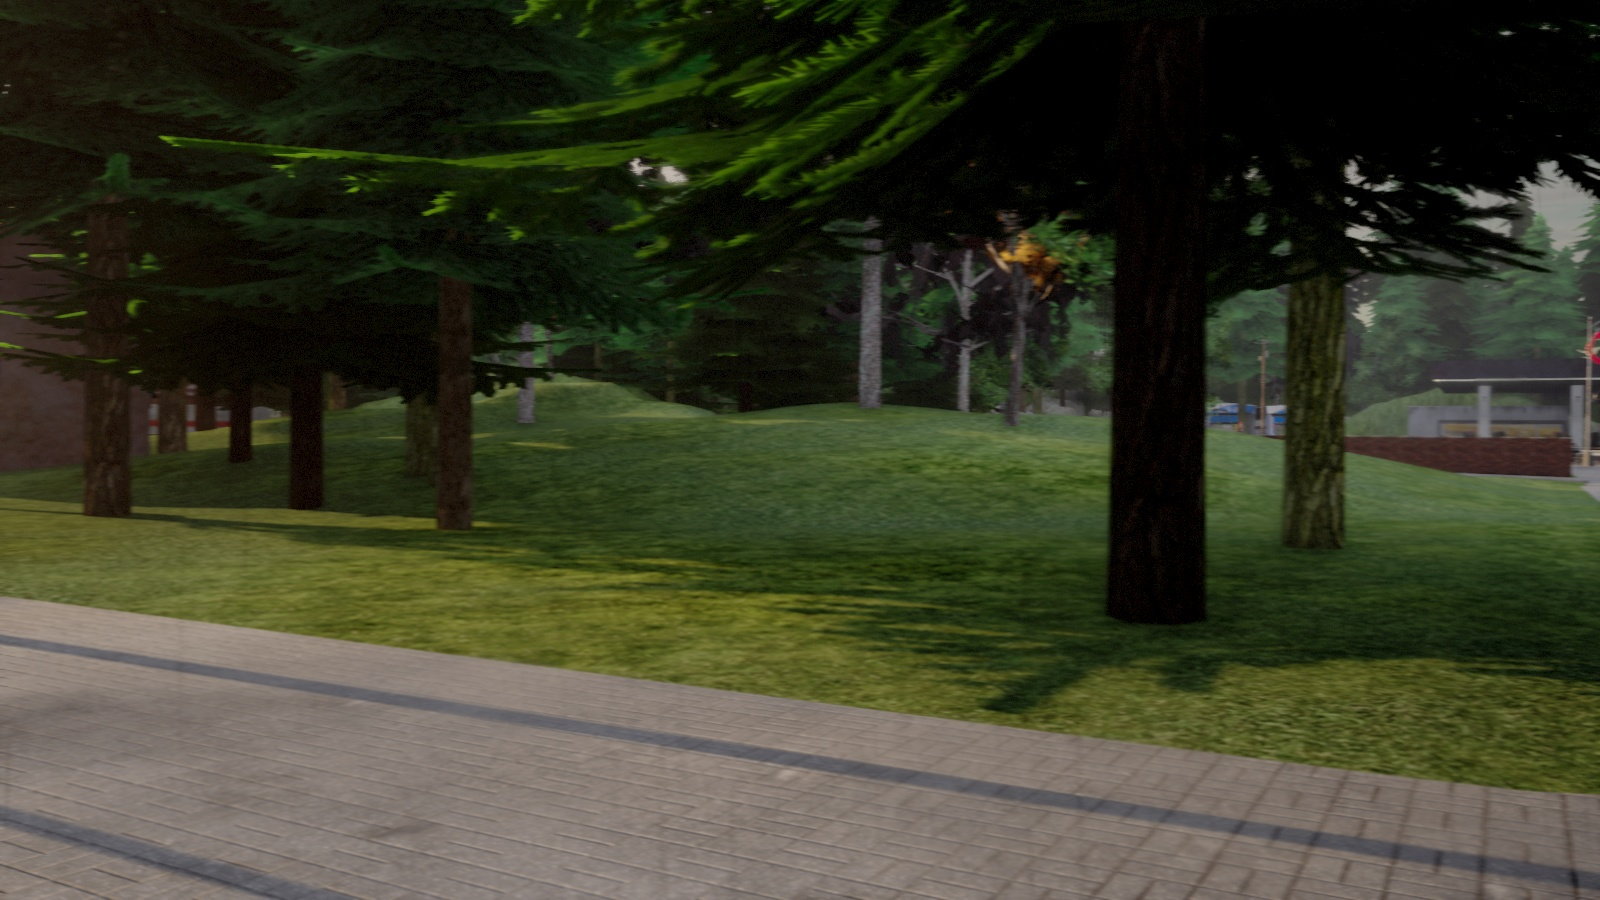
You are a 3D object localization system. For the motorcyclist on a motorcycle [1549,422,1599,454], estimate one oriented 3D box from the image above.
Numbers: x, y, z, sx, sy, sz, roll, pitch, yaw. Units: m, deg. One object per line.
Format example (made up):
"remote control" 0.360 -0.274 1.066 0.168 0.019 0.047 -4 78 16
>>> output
"motorcyclist on a motorcycle" 40.484 -0.642 65.449 0.766 1.649 2.350 -3 2 -42
